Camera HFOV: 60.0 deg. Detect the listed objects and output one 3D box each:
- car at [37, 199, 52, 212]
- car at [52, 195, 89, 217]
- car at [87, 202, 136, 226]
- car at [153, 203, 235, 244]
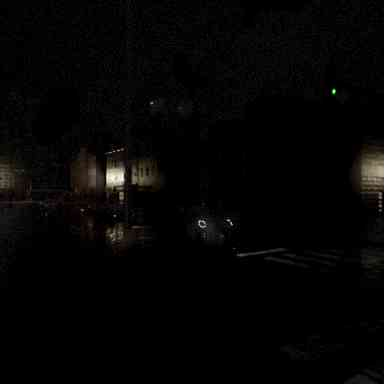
[{"bbox_3d":[-17.421,1.602,40.575,1.812,1.442,4.674,1,0,-35],"label":"car"},{"bbox_3d":[-11.456,1.276,32.119,2.150,2.045,5.566,1,0,-35],"label":"car"},{"bbox_3d":[-5.717,1.560,24.045,1.812,1.442,4.674,1,0,-35],"label":"car"},{"bbox_3d":[-0.033,1.366,16.093,2.097,1.767,4.553,1,0,-36],"label":"car"}]
